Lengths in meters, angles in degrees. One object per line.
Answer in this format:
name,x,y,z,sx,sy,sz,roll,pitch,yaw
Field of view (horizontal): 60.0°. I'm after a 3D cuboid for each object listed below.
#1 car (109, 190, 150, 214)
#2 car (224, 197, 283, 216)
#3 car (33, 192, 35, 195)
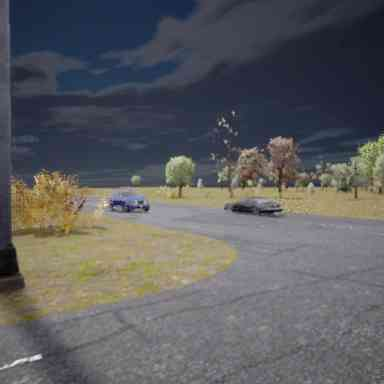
car,-5.976,0.850,31.217,2.150,2.045,5.566,-1,1,-35
car,5.007,1.143,27.702,2.033,1.411,5.357,-1,1,-35
car,-36.406,0.541,77.850,1.895,1.301,4.718,-1,1,-28
